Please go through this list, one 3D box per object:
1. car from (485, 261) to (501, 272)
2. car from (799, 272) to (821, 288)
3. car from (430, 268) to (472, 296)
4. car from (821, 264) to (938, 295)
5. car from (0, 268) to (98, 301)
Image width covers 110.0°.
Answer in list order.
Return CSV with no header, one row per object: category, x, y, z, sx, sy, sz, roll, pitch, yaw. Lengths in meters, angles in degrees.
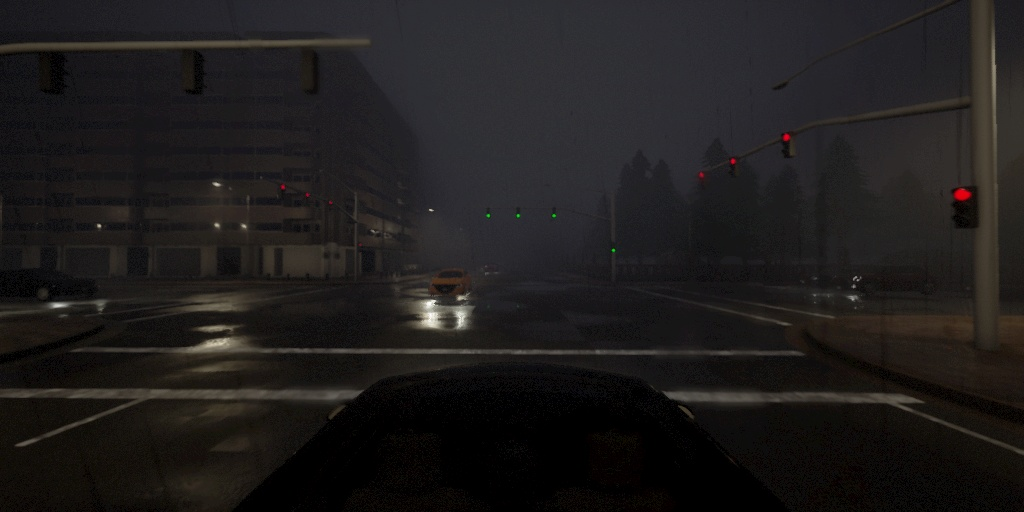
car,-3.507,1.809,61.077,2.097,1.767,4.553,0,-1,0
car,22.254,1.498,24.316,4.674,1.442,1.812,0,-1,6
car,-3.489,1.487,21.168,1.882,1.535,5.008,0,0,0
car,21.399,1.281,20.832,4.553,1.767,2.097,0,-1,5
car,-23.696,1.371,17.810,5.008,1.535,1.882,0,-1,0
